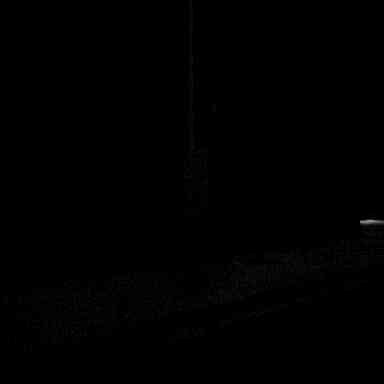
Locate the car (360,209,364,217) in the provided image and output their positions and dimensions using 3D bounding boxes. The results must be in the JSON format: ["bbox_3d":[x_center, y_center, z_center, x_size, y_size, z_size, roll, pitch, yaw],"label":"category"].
[{"bbox_3d":[11.215,1.388,26.198,1.994,1.385,4.181,0,1,-36],"label":"car"}]
